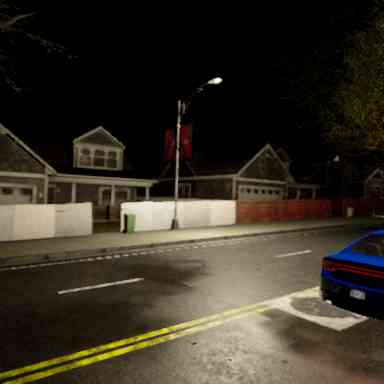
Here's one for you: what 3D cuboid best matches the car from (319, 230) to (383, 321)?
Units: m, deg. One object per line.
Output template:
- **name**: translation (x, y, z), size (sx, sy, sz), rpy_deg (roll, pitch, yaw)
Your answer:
- **car**: translation (4.667, 1.494, 6.770), size (5.008, 1.535, 1.882), rpy_deg (0, 0, -36)
